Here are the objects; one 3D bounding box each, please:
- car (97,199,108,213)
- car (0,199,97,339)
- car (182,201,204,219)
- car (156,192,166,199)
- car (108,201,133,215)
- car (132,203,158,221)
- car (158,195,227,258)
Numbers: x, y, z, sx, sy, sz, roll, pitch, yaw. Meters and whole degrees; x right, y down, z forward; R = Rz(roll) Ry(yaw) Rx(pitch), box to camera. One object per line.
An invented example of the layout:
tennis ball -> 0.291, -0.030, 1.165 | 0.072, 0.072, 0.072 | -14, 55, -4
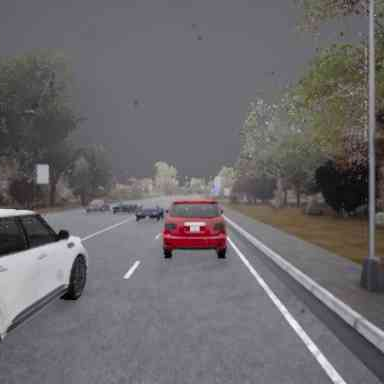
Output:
car -> -10.582, 1.582, 37.838 | 1.837, 1.490, 4.892 | 0, 0, 0
car -> -3.434, 1.236, 5.249 | 2.150, 2.045, 5.566 | 0, 0, 0
car -> 0.103, 1.588, 30.236 | 1.812, 1.442, 4.674 | 0, 0, 0
car -> -6.981, 0.989, 75.888 | 2.150, 2.045, 5.566 | 0, 0, 0
car -> -7.088, 1.673, 35.316 | 1.895, 1.301, 4.718 | 0, 0, 0
car -> -3.401, 1.658, 27.662 | 1.895, 1.301, 4.718 | 0, 0, 0
car -> 0.097, 1.252, 13.092 | 2.150, 2.045, 5.566 | 0, 0, 0
